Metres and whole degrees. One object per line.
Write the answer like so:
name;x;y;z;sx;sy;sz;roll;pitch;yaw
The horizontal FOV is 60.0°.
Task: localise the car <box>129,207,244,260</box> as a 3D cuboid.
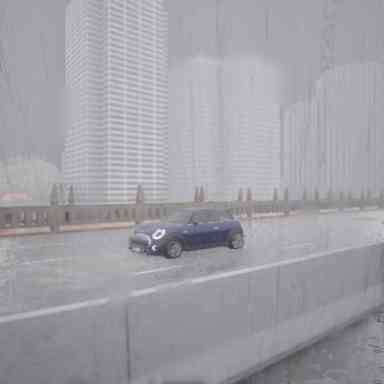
car;-0.116;1.406;12.860;4.553;1.767;2.097;0;0;-38
